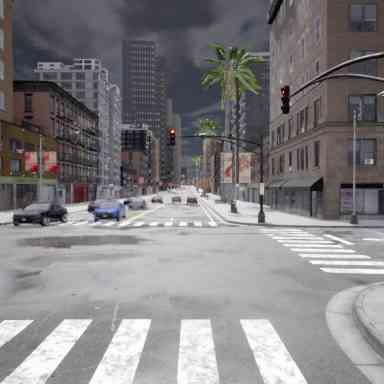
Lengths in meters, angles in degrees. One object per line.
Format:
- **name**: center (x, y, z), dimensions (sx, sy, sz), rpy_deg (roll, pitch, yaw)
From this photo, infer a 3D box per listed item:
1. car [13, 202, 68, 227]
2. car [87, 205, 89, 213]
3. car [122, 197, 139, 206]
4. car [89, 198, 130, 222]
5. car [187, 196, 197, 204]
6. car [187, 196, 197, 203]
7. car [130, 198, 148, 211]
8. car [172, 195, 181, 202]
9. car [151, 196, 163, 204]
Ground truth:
- **car**: center (-9.892, 1.430, 22.038), dimensions (1.882, 1.535, 5.008), rpy_deg (0, -2, 0)
- **car**: center (-9.909, 1.468, 36.387), dimensions (1.882, 1.535, 5.008), rpy_deg (0, 0, 0)
- **car**: center (-9.924, 1.576, 54.220), dimensions (1.895, 1.301, 4.718), rpy_deg (0, 0, 0)
- **car**: center (-6.438, 1.471, 26.423), dimensions (1.882, 1.535, 5.008), rpy_deg (0, 0, -4)
- **car**: center (0.000, 1.440, 61.335), dimensions (1.882, 1.535, 5.008), rpy_deg (0, 0, 0)
- **car**: center (-0.045, 1.502, 71.377), dimensions (1.994, 1.385, 4.181), rpy_deg (0, 0, 0)
- **car**: center (-6.665, 1.514, 41.372), dimensions (1.812, 1.442, 4.674), rpy_deg (0, 0, 0)
- **car**: center (-3.285, 1.440, 70.908), dimensions (2.128, 1.511, 4.902), rpy_deg (0, 0, 0)
- **car**: center (-6.625, 1.436, 63.585), dimensions (1.882, 1.535, 5.008), rpy_deg (0, 0, 0)
